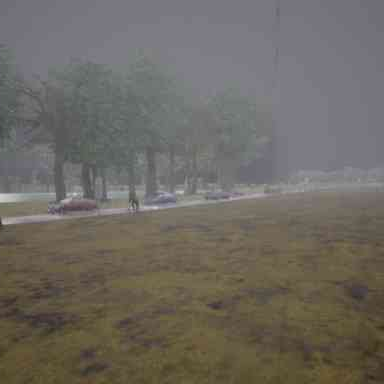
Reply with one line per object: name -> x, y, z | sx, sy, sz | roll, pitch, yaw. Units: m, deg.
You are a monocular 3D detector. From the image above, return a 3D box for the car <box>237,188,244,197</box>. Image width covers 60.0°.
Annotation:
car -> 6.695, 0.111, 54.098 | 2.128, 1.511, 4.902 | -1, 1, 36

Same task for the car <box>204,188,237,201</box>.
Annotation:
car -> 3.529, 0.420, 44.681 | 2.128, 1.511, 4.902 | -1, 1, 35

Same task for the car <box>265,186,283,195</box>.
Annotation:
car -> 14.957, -0.366, 60.835 | 1.882, 1.535, 5.008 | -1, 1, 35

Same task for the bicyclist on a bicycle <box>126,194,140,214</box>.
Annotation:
bicyclist on a bicycle -> -4.909, 0.995, 27.507 | 1.656, 1.620, 0.582 | -1, 1, 35

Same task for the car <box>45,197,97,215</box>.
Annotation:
car -> -10.678, 1.201, 29.713 | 1.812, 1.442, 4.674 | -1, 0, 35

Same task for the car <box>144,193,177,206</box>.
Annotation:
car -> -3.646, 0.822, 39.640 | 1.812, 1.442, 4.674 | -1, 2, 35
